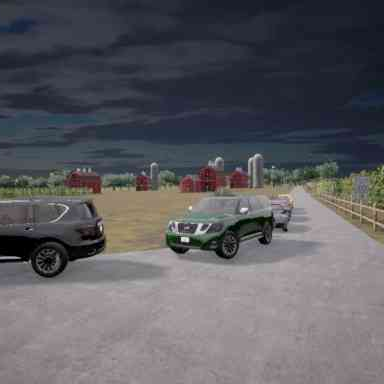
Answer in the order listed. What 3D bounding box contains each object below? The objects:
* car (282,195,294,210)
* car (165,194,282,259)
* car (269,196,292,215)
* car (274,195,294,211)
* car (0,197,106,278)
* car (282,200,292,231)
[{"bbox_3d":[6.323,1.221,24.679,1.882,1.535,5.008,0,1,18],"label":"car"},{"bbox_3d":[1.329,1.100,12.631,2.150,2.045,5.566,0,0,34],"label":"car"},{"bbox_3d":[8.260,1.181,30.720,1.837,1.490,4.892,0,0,18],"label":"car"},{"bbox_3d":[10.086,1.089,36.419,1.882,1.535,5.008,0,1,18],"label":"car"},{"bbox_3d":[-5.340,1.222,9.572,5.566,2.045,2.150,-1,1,-4],"label":"car"},{"bbox_3d":[4.460,1.369,18.949,1.994,1.385,4.181,0,0,18],"label":"car"}]
